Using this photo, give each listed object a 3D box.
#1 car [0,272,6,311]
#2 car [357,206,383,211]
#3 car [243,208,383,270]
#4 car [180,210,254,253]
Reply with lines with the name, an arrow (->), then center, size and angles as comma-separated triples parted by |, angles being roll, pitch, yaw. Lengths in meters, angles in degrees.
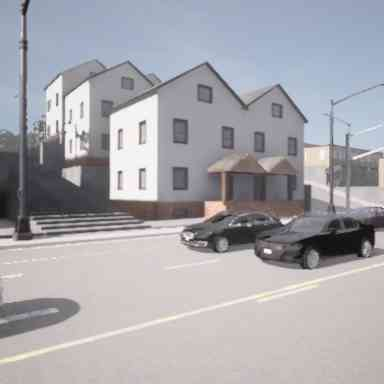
car -> -5.226, 1.522, 4.549 | 4.674, 1.442, 1.812 | 0, 0, -35
car -> 10.820, 1.595, 20.251 | 5.357, 1.411, 2.033 | 0, 0, -35
car -> 4.287, 1.501, 11.342 | 5.008, 1.535, 1.882 | 0, 0, -35
car -> 1.800, 1.528, 13.864 | 4.892, 1.490, 1.837 | 1, 0, -35
